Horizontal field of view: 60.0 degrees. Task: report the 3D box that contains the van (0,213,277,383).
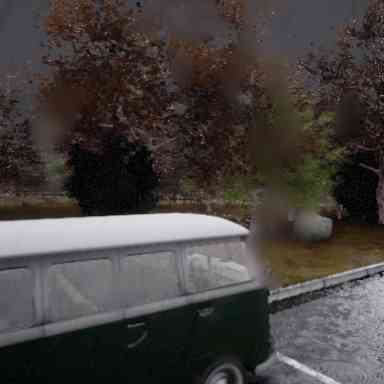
[{"bbox_3d":[-1.076,1.256,3.257,4.442,1.987,1.878,0,1,-33],"label":"van"}]
